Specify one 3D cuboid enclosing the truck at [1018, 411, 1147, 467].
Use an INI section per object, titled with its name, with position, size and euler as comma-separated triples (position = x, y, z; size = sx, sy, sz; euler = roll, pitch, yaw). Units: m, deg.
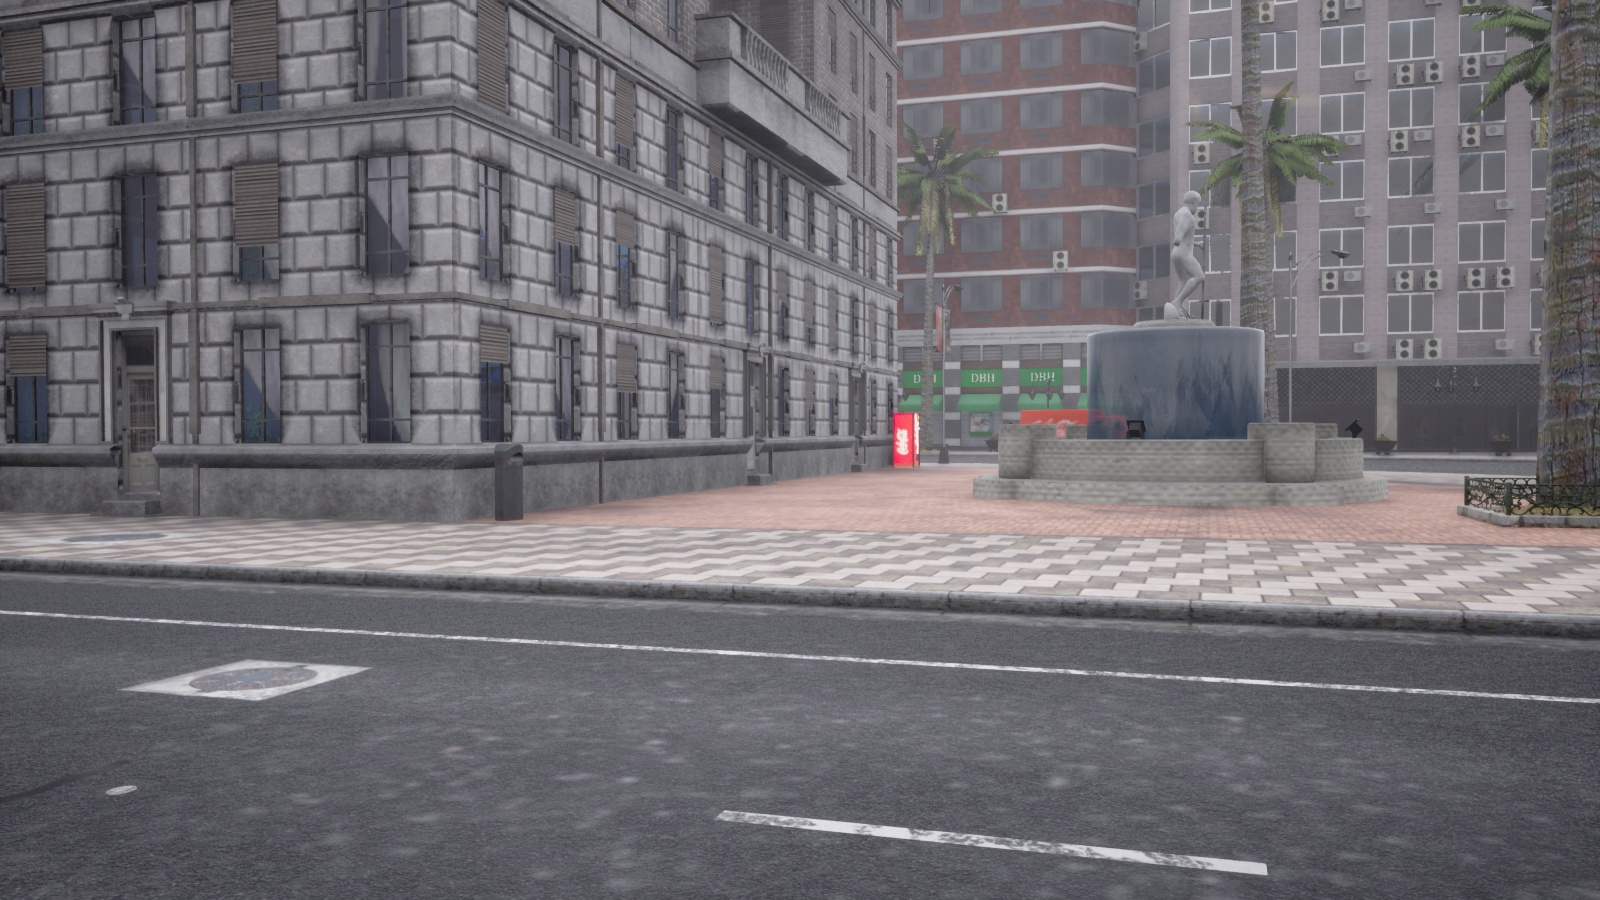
[truck]
position = 13.002, -0.537, 57.809
size = 5.204, 2.467, 2.627
euler = 1, 1, 33
